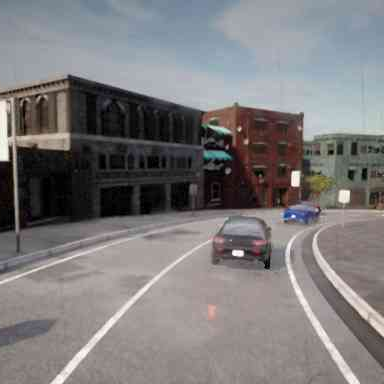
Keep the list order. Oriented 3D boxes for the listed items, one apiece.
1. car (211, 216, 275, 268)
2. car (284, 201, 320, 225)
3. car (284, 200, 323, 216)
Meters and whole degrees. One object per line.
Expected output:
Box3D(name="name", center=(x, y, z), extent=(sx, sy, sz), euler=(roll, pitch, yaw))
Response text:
Box3D(name="car", center=(1.856, 1.582, 11.644), extent=(1.812, 1.442, 4.674), euler=(1, 0, 14))
Box3D(name="car", center=(9.116, 1.754, 27.342), extent=(1.882, 1.535, 5.008), euler=(3, 1, 34))
Box3D(name="car", center=(12.412, 1.763, 36.842), extent=(5.008, 1.535, 1.882), euler=(2, 2, -44))
